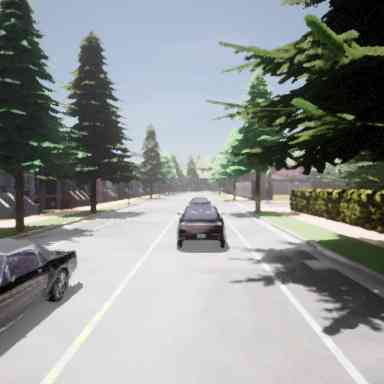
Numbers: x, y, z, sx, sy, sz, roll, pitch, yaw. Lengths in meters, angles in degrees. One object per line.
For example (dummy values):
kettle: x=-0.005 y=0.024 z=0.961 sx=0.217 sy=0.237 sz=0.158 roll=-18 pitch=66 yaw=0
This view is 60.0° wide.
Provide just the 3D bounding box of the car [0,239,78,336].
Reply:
car: x=-3.504 y=1.523 z=5.190 sx=1.895 sy=1.301 sz=4.718 roll=0 pitch=1 yaw=1

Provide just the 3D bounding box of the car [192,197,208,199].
car: x=0.635 y=1.117 z=26.802 sx=1.812 sy=1.442 sz=4.674 roll=0 pitch=1 yaw=0

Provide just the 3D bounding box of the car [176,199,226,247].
car: x=0.374 y=1.279 z=13.912 sx=2.128 sy=1.511 sz=4.902 roll=0 pitch=1 yaw=1
